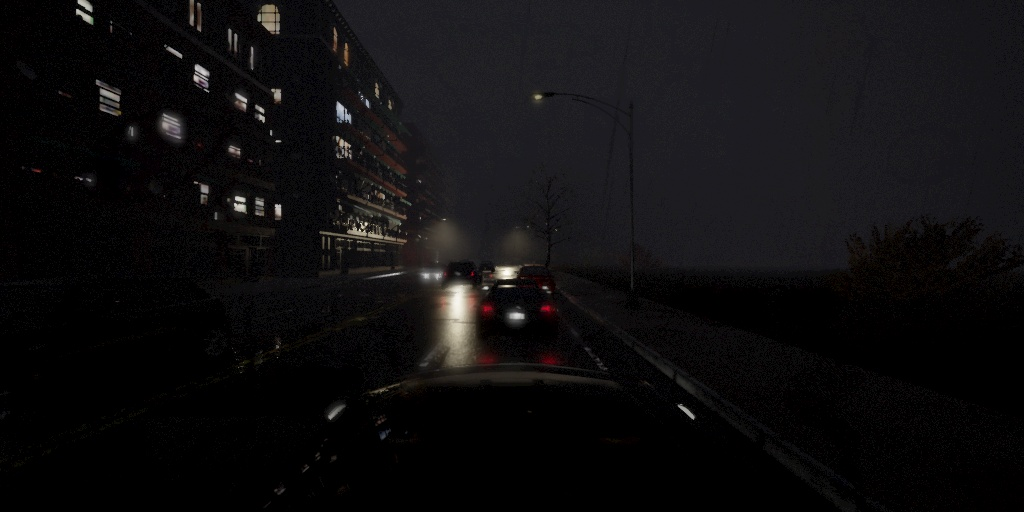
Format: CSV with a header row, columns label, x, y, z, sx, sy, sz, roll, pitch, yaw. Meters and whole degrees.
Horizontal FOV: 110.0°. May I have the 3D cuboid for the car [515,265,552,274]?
label,x,y,z,sx,sy,sz,roll,pitch,yaw
car,1.153,1.230,18.916,1.882,1.535,5.008,0,0,0

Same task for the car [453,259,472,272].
label,x,y,z,sx,sy,sz,roll,pitch,yaw
car,-6.554,1.229,47.996,1.882,1.535,5.008,0,0,0

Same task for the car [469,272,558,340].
label,x,y,z,sx,sy,sz,roll,pitch,yaw
car,0.109,1.315,9.996,1.994,1.385,4.181,0,0,0

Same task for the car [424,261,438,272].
label,x,y,z,sx,sy,sz,roll,pitch,yaw
car,-9.808,1.352,45.867,1.895,1.301,4.718,0,0,0

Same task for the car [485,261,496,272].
label,x,y,z,sx,sy,sz,roll,pitch,yaw
car,-3.108,1.278,44.435,1.812,1.442,4.674,0,0,1

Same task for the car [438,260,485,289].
label,x,y,z,sx,sy,sz,roll,pitch,yaw
car,-3.130,1.105,23.154,2.097,1.767,4.553,0,0,0

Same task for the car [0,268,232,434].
label,x,y,z,sx,sy,sz,roll,pitch,yaw
car,-6.599,1.103,5.154,2.097,1.767,4.553,0,0,0
